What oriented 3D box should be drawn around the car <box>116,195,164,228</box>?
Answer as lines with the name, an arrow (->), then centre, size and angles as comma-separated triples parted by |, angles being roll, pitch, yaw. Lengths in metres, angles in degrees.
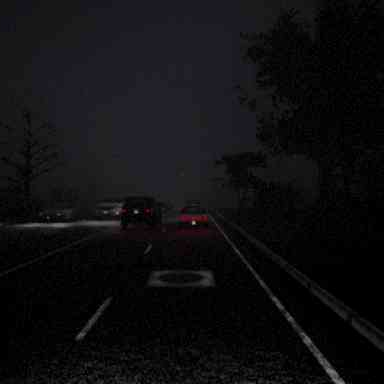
car -> -3.394, 1.299, 22.887 | 2.150, 2.045, 5.566 | 0, 0, 0

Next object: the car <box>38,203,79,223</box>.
car -> -10.576, 1.615, 26.781 | 1.812, 1.442, 4.674 | 0, 0, 0

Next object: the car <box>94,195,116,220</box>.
car -> -7.060, 1.323, 29.979 | 2.150, 2.045, 5.566 | 0, 0, 0

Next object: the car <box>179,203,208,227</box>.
car -> 0.107, 1.678, 23.319 | 1.895, 1.301, 4.718 | 0, 0, 0

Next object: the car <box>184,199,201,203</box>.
car -> 0.111, 1.651, 40.623 | 1.837, 1.490, 4.892 | 0, 0, 0

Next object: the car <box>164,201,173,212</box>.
car -> -3.388, 1.753, 41.331 | 1.895, 1.301, 4.718 | 0, -1, 0
